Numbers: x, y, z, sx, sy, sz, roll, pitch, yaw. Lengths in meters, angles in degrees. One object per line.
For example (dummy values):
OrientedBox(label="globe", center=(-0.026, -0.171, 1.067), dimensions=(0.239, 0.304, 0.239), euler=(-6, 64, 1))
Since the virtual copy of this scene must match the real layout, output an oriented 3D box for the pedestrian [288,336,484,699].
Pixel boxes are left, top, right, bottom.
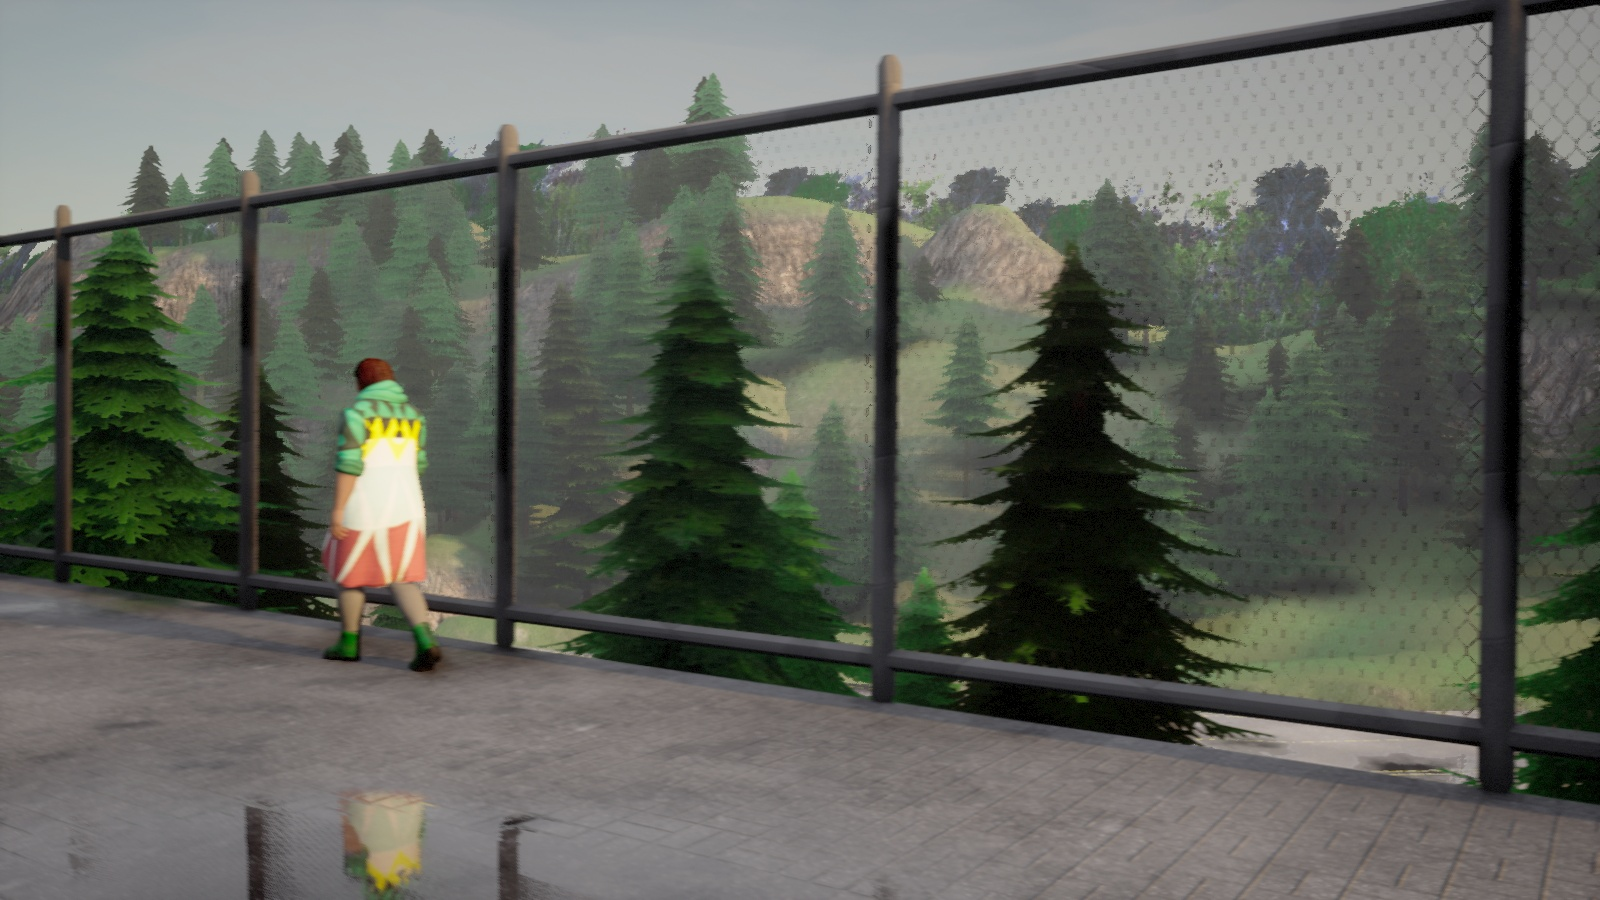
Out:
OrientedBox(label="pedestrian", center=(-2.389, 0.359, 7.254), dimensions=(0.873, 1.952, 0.659), euler=(0, 1, 34))
